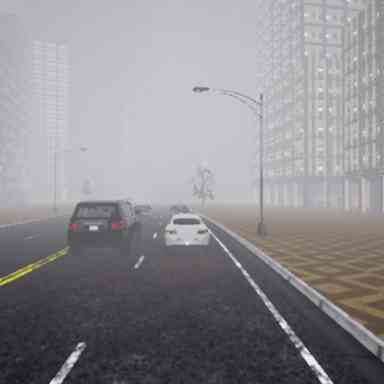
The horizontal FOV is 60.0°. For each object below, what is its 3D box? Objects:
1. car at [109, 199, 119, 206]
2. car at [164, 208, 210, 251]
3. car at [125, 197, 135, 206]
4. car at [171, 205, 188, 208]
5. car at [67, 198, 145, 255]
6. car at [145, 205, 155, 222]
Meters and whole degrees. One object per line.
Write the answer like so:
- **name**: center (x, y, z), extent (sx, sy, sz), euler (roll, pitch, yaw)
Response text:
- **car**: center (-16.321, 2.152, 69.519), extent (1.812, 1.442, 4.674), euler (0, -1, -11)
- **car**: center (-0.248, 1.662, 14.621), extent (1.812, 1.442, 4.674), euler (0, 0, -2)
- **car**: center (-13.148, 1.987, 70.227), extent (2.097, 1.767, 4.553), euler (0, -1, -11)
- **car**: center (-1.099, 1.818, 29.412), extent (2.033, 1.411, 5.357), euler (0, 0, -4)
- **car**: center (-3.485, 1.349, 14.142), extent (2.150, 2.045, 5.566), euler (0, 0, -2)
- **car**: center (-4.339, 1.816, 29.163), extent (2.033, 1.411, 5.357), euler (0, 0, -4)
